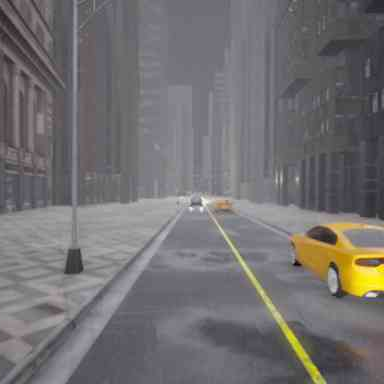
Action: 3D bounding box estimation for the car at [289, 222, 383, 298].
[{"bbox_3d":[3.997,1.515,8.645,1.882,1.535,5.008,0,0,1],"label":"car"}]

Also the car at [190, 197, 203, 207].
[{"bbox_3d":[0.695,1.525,51.422,1.882,1.535,5.008,0,0,1],"label":"car"}]

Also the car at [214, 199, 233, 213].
[{"bbox_3d":[3.593,1.535,38.649,1.882,1.535,5.008,0,0,1],"label":"car"}]
